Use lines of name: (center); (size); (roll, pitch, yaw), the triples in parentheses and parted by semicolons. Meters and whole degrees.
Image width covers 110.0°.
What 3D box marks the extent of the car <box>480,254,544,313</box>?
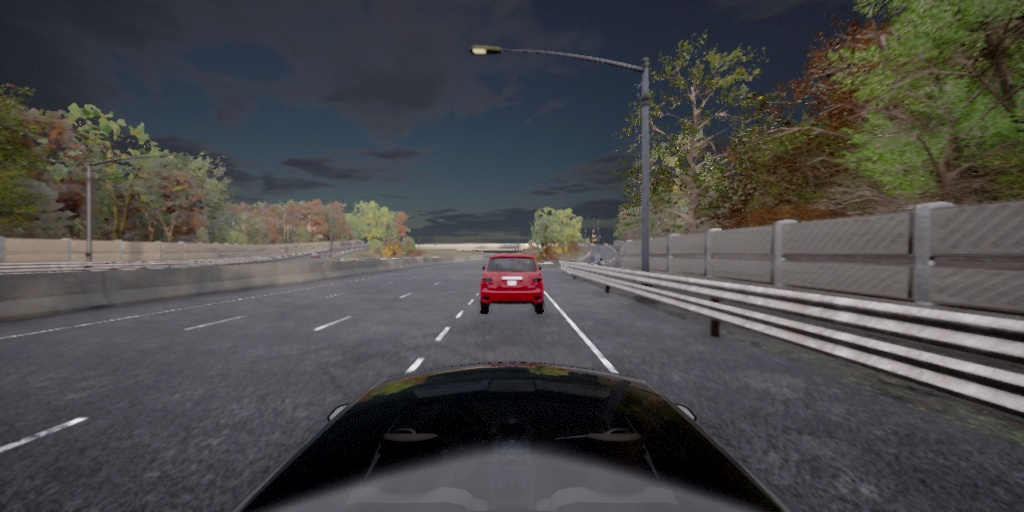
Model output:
car: (-0.001, 0.934, 13.938); (2.150, 2.045, 5.566); (0, 0, 0)
